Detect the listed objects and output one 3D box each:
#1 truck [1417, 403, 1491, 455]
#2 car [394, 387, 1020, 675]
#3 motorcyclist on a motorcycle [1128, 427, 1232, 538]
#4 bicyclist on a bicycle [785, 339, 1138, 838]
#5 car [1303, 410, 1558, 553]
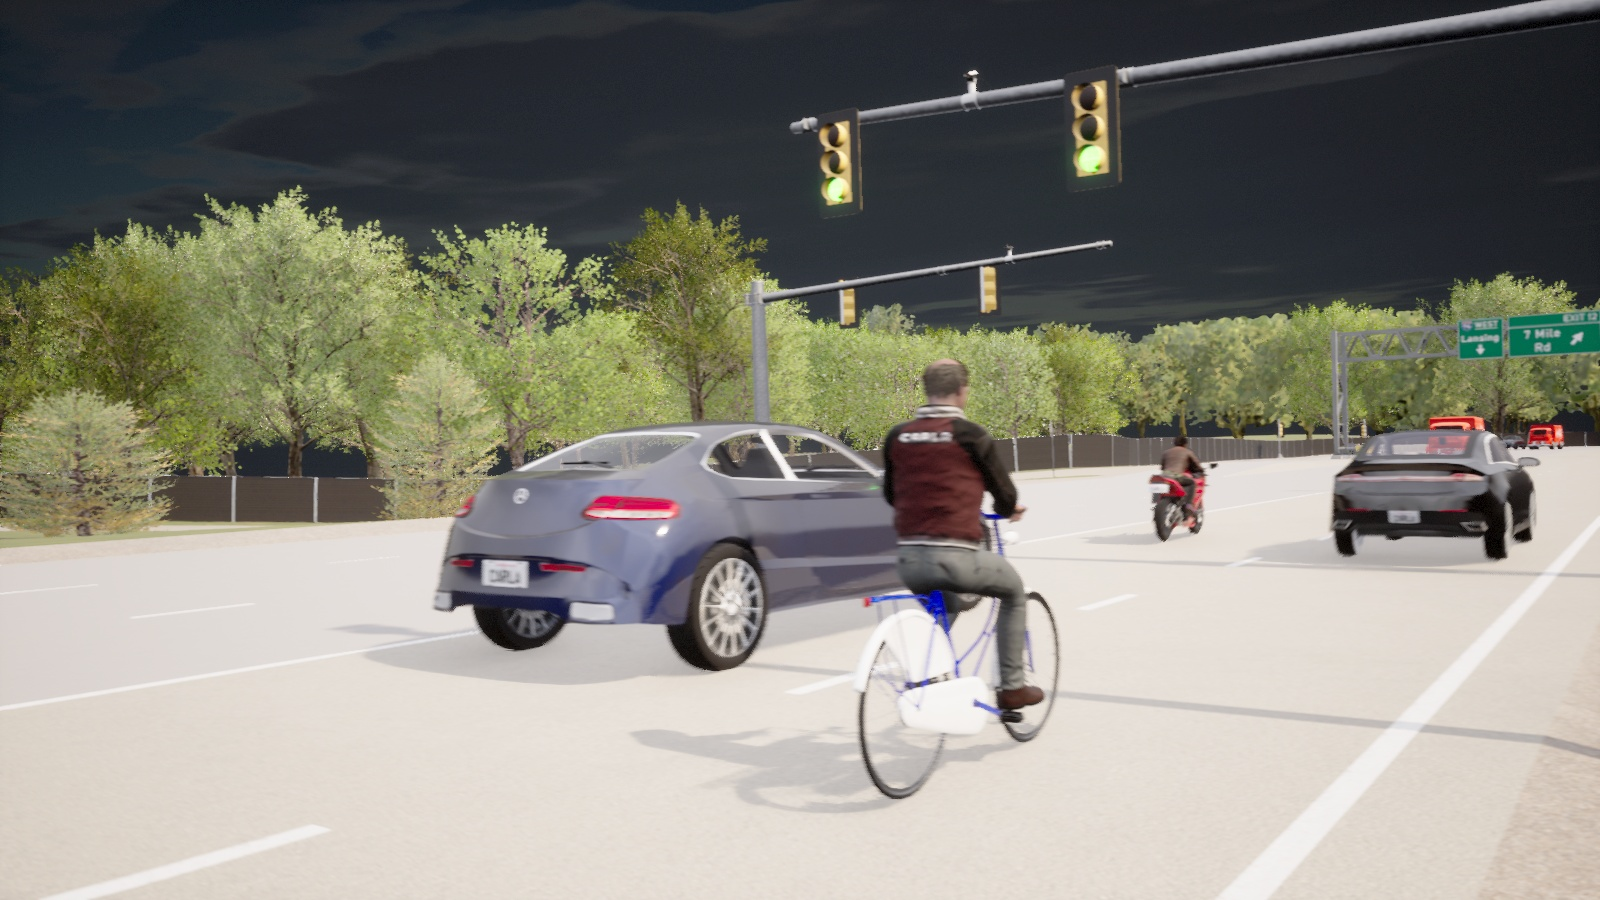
[{"bbox_3d":[33.456,-1.056,64.175,2.627,2.467,5.204,-2,0,35],"label":"truck"},{"bbox_3d":[-0.373,0.454,9.875,2.152,1.651,5.027,-2,0,35],"label":"car"},{"bbox_3d":[5.578,0.444,18.342,0.797,1.523,2.044,-2,0,35],"label":"motorcyclist on a motorcycle"},{"bbox_3d":[0.775,0.485,5.408,0.659,1.776,1.843,-2,0,35],"label":"bicyclist on a bicycle"},{"bbox_3d":[8.090,0.315,15.833,2.128,1.511,4.902,-2,0,35],"label":"car"}]
